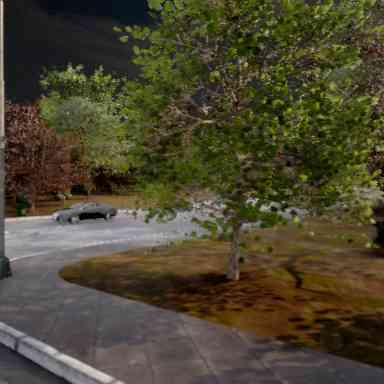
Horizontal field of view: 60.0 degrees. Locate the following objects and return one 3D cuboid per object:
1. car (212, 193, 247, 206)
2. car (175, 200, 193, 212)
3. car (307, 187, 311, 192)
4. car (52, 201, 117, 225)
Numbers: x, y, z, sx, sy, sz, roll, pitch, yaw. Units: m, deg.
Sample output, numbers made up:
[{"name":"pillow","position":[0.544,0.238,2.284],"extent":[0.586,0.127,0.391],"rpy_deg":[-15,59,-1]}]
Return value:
[{"name":"car","position":[4.741,0.568,40.681],"extent":[2.150,2.045,5.566],"rpy_deg":[0,3,38]},{"name":"car","position":[-1.730,1.319,32.369],"extent":[1.994,1.385,4.181],"rpy_deg":[0,2,37]},{"name":"car","position":[20.547,-0.485,55.438],"extent":[2.150,2.045,5.566],"rpy_deg":[0,3,35]},{"name":"car","position":[-7.822,1.462,24.506],"extent":[2.128,1.511,4.902],"rpy_deg":[0,1,38]}]
